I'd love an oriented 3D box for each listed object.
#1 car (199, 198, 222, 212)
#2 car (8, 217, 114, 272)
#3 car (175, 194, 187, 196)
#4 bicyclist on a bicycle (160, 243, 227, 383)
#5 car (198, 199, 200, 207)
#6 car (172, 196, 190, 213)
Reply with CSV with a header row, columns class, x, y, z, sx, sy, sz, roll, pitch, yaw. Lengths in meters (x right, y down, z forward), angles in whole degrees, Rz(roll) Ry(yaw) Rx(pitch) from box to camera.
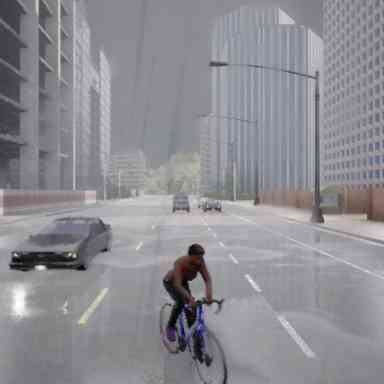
class,x,y,z,sx,sy,sz,roll,pitch,yaw
car,2.238,1.614,38.544,1.895,1.301,4.718,0,0,-2
car,-3.952,1.551,11.147,2.033,1.411,5.357,0,0,-2
car,-1.600,1.237,47.672,2.150,2.045,5.566,0,0,-2
bicyclist on a bicycle,-0.042,1.455,4.233,0.582,1.620,1.656,0,2,-31
car,1.816,1.542,48.376,1.812,1.442,4.674,0,0,-2
car,-1.226,1.504,37.505,2.128,1.511,4.902,0,0,-2
